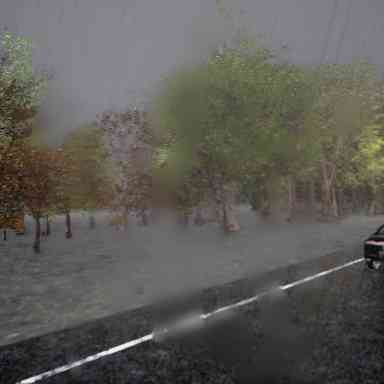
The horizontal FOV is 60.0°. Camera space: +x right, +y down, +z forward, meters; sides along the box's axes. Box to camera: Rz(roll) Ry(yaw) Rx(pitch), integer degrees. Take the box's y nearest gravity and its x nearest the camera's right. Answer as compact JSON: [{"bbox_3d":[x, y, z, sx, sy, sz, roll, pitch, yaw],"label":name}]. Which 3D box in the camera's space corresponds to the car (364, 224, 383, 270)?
[{"bbox_3d":[7.359,1.715,11.083,4.902,1.511,2.128,1,-3,-44],"label":"car"}]
